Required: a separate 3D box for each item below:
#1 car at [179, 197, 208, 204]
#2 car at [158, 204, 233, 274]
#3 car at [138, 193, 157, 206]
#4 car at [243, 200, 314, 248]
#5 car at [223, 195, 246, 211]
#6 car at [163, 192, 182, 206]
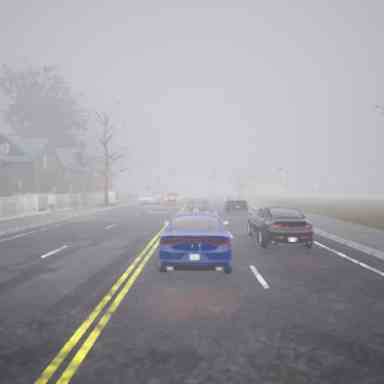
[{"bbox_3d":[0.431,1.182,24.801,2.033,1.411,5.357,0,1,2],"label":"car"},{"bbox_3d":[0.128,1.325,10.118,1.882,1.535,5.008,0,0,2],"label":"car"},{"bbox_3d":[-5.537,0.919,42.320,1.812,1.442,4.674,0,1,3],"label":"car"},{"bbox_3d":[3.459,1.301,13.679,1.837,1.490,4.892,0,1,1],"label":"car"},{"bbox_3d":[3.892,1.035,30.118,1.882,1.535,5.008,0,1,2],"label":"car"},{"bbox_3d":[-2.319,0.754,41.587,2.097,1.767,4.553,0,1,3],"label":"car"}]
